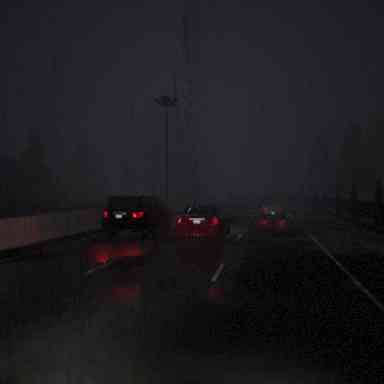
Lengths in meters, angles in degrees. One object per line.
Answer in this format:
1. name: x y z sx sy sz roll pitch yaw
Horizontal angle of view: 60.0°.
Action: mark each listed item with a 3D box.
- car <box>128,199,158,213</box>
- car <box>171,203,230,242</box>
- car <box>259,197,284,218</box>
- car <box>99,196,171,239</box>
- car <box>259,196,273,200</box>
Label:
1. car: -5.480 1.558 38.170 1.895 1.301 4.718 0 0 12
2. car: 0.689 1.333 16.613 2.097 1.767 4.553 0 0 13
3. car: 7.196 1.492 29.646 1.812 1.442 4.674 0 0 13
4. car: -2.686 1.200 17.557 2.150 2.045 5.566 0 0 13
5. car: 10.011 1.304 43.972 2.097 1.767 4.553 0 0 9
